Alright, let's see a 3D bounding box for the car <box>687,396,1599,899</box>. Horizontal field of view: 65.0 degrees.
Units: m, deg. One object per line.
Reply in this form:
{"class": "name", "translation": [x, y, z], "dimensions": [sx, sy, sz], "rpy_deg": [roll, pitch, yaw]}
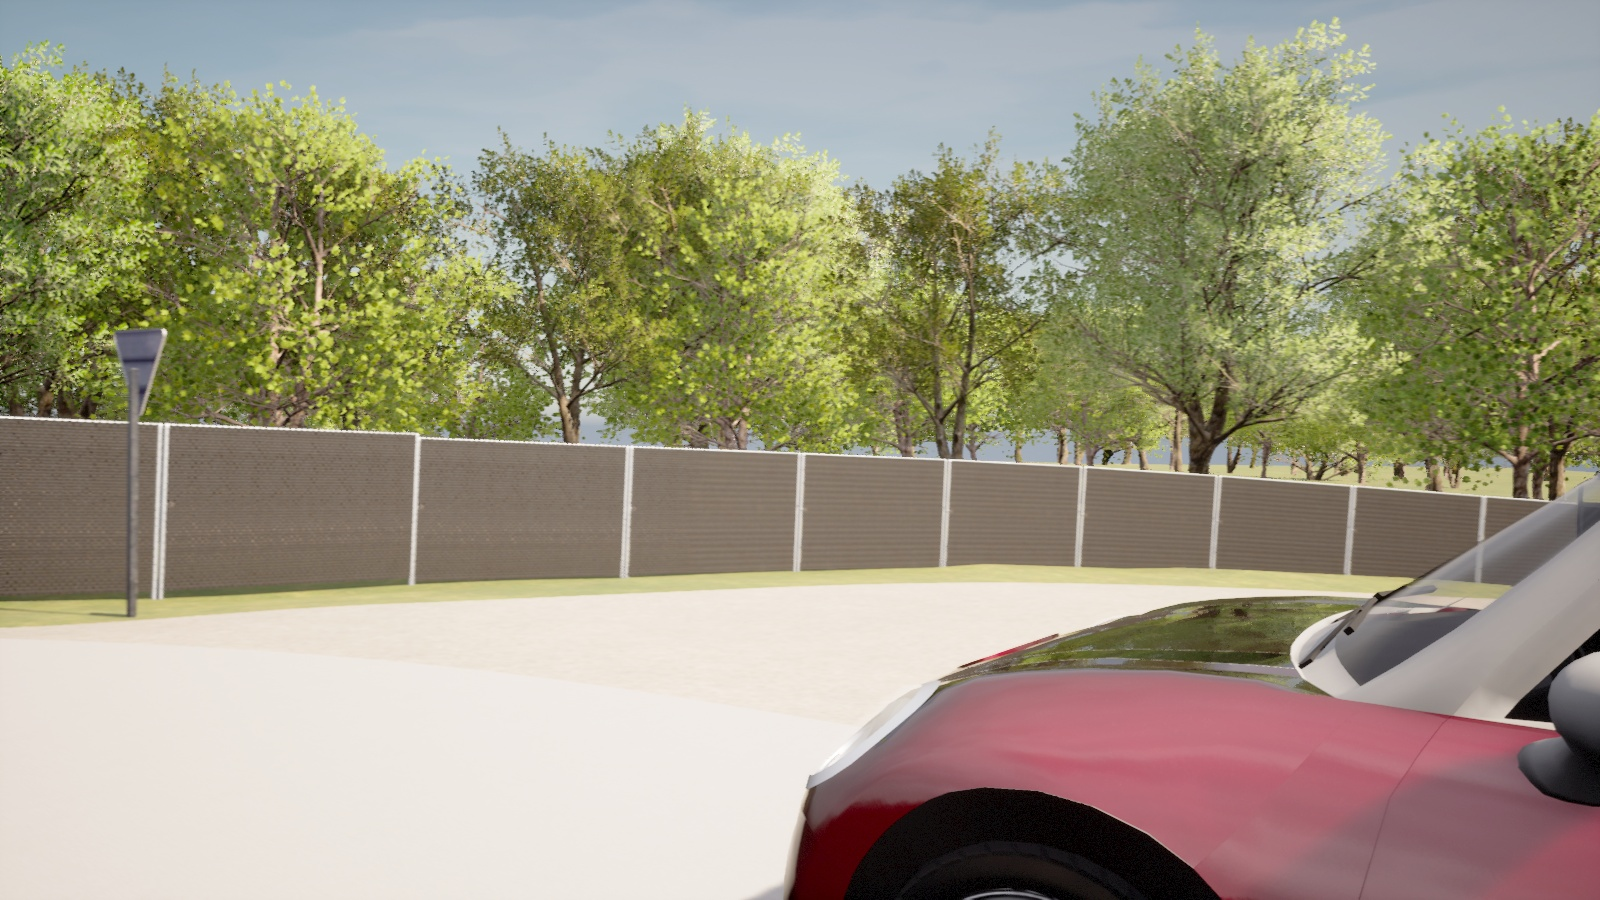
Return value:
{"class": "car", "translation": [1.904, 0.648, 2.358], "dimensions": [3.806, 1.475, 1.970], "rpy_deg": [0, 1, 34]}
